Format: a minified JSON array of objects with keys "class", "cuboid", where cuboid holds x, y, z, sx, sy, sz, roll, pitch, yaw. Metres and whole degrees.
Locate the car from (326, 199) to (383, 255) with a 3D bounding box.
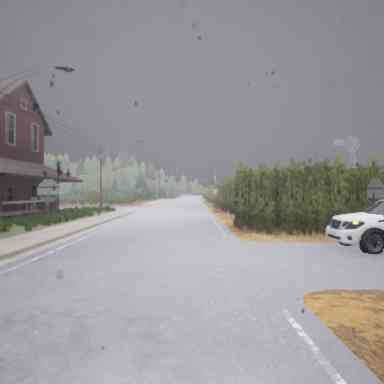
[{"class":"car","cuboid":[8.198,1.210,12.856,5.566,2.045,2.150,0,0,-1]}]
